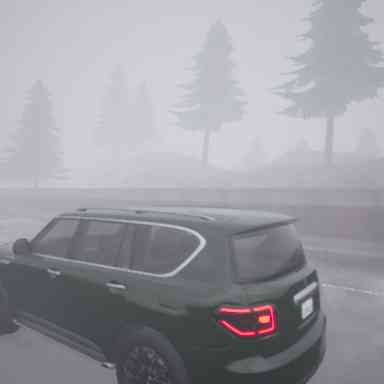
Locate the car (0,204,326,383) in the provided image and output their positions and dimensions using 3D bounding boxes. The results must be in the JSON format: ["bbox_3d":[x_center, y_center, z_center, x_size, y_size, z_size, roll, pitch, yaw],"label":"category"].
[{"bbox_3d":[-1.008,1.202,4.893,5.566,2.045,2.150,1,0,37],"label":"car"}]

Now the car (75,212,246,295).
[{"bbox_3d":[-1.094,1.469,9.421,4.892,1.490,1.837,1,0,38],"label":"car"}]
